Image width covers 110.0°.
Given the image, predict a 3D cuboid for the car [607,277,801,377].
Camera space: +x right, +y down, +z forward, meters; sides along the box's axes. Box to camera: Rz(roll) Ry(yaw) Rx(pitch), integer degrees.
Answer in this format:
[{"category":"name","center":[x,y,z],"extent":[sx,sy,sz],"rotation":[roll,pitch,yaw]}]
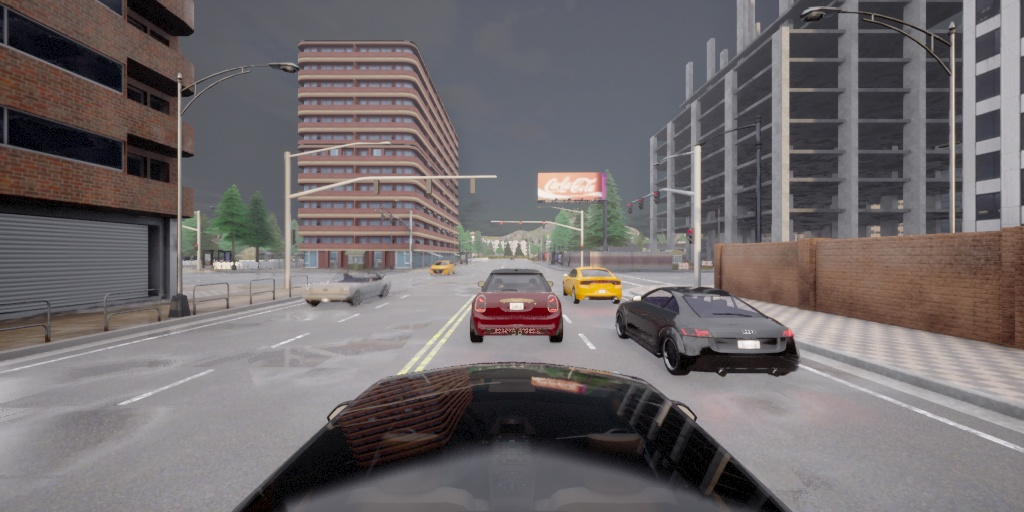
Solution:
[{"category":"car","center":[3.599,1.314,7.456],"extent":[1.994,1.385,4.181],"rotation":[0,0,0]}]

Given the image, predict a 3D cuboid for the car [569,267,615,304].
[{"category":"car","center":[3.501,1.228,16.389],"extent":[1.882,1.535,5.008],"rotation":[0,0,0]}]

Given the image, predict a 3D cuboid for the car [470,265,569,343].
[{"category":"car","center":[0.101,1.102,9.862],"extent":[2.097,1.767,4.553],"rotation":[0,0,0]}]

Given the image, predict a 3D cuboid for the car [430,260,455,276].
[{"category":"car","center":[-7.100,1.227,36.937],"extent":[1.882,1.535,5.008],"rotation":[0,0,0]}]

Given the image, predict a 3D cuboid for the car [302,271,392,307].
[{"category":"car","center":[-6.944,1.351,15.648],"extent":[1.895,1.301,4.718],"rotation":[0,0,1]}]
